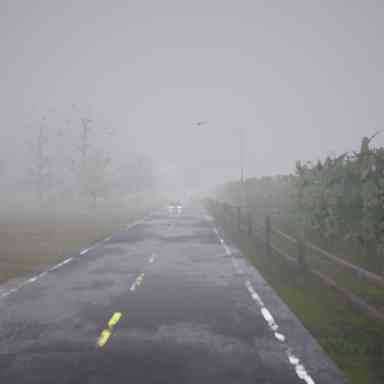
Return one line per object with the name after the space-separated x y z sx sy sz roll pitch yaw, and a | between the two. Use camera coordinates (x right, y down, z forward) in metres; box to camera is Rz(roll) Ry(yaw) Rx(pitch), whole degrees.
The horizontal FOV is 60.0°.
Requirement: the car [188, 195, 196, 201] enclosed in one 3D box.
0.052 1.444 82.544 2.033 1.411 5.357 0 0 0 | car

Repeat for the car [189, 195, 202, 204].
0.941 1.445 64.559 2.097 1.767 4.553 0 0 1 | car

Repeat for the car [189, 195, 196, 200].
0.062 1.476 93.988 1.994 1.385 4.181 0 0 0 | car

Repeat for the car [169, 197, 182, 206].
-2.770 1.617 55.733 1.812 1.442 4.674 0 0 1 | car
